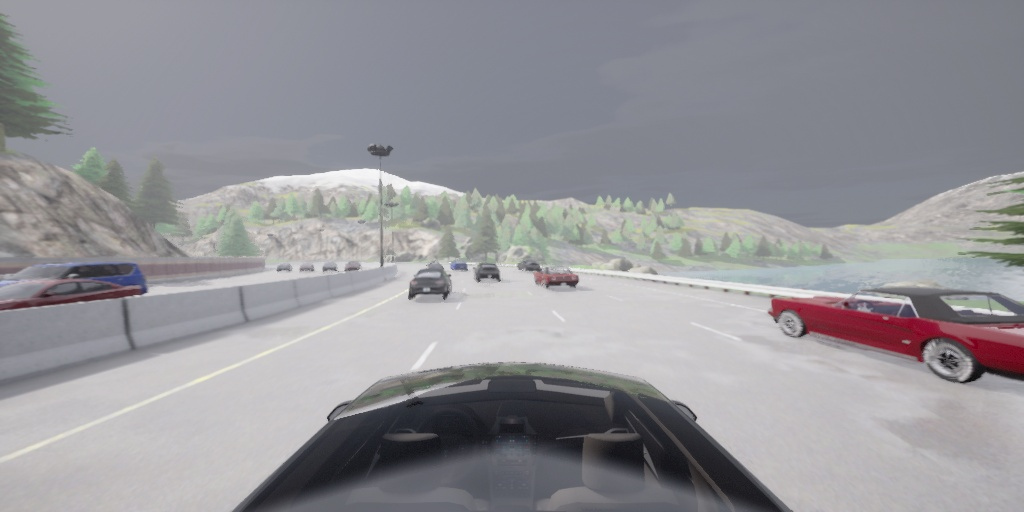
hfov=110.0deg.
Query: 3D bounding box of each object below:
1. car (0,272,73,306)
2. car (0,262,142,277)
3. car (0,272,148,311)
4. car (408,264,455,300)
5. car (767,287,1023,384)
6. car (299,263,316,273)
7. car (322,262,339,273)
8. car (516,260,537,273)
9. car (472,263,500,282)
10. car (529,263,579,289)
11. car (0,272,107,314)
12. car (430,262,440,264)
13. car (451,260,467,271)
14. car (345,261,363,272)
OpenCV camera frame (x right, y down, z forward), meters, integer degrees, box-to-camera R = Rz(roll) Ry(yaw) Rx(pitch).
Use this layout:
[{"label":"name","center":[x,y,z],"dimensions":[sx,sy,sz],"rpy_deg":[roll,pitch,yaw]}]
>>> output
[{"label":"car","center":[-25.509,1.677,17.788],"dimensions":[1.837,1.490,4.892],"rpy_deg":[-1,0,-7]},{"label":"car","center":[-18.136,1.271,14.593],"dimensions":[2.150,2.045,5.566],"rpy_deg":[-1,0,-5]},{"label":"car","center":[-14.403,1.466,11.029],"dimensions":[1.882,1.535,5.008],"rpy_deg":[-1,0,-4]},{"label":"car","center":[-4.116,1.350,18.401],"dimensions":[1.812,1.442,4.674],"rpy_deg":[0,0,-7]},{"label":"car","center":[7.338,1.234,6.752],"dimensions":[1.895,1.301,4.718],"rpy_deg":[-1,0,-2]},{"label":"car","center":[-32.144,1.815,56.426],"dimensions":[1.812,1.442,4.674],"rpy_deg":[-1,0,-22]},{"label":"car","center":[-27.582,1.698,54.516],"dimensions":[1.882,1.535,5.008],"rpy_deg":[-1,0,-21]},{"label":"car","center":[1.941,1.243,43.829],"dimensions":[1.837,1.490,4.892],"rpy_deg":[0,0,-15]},{"label":"car","center":[-2.170,1.304,29.957],"dimensions":[1.837,1.490,4.892],"rpy_deg":[0,0,-11]},{"label":"car","center":[2.636,1.318,22.649],"dimensions":[1.895,1.301,4.718],"rpy_deg":[-1,0,-8]},{"label":"car","center":[-21.803,1.603,16.021],"dimensions":[2.128,1.511,4.902],"rpy_deg":[-1,0,-6]},{"label":"car","center":[-10.965,1.515,50.488],"dimensions":[1.994,1.385,4.181],"rpy_deg":[-1,0,-19]},{"label":"car","center":[-7.841,1.379,52.392],"dimensions":[1.882,1.535,5.008],"rpy_deg":[0,0,-20]},{"label":"car","center":[-22.721,1.495,51.540],"dimensions":[2.097,1.767,4.553],"rpy_deg":[-1,0,-19]}]
